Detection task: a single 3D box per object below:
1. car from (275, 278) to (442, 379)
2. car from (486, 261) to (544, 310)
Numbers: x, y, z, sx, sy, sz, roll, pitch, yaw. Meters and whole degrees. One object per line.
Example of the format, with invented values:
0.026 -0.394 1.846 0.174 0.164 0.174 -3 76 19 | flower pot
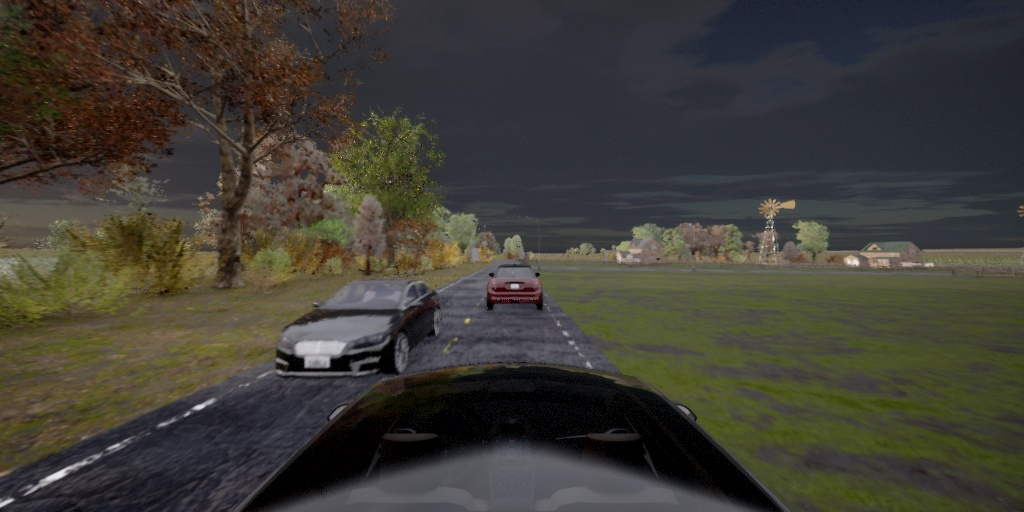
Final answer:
-2.750 1.238 7.518 2.128 1.511 4.902 0 0 0 | car
0.103 1.094 14.862 2.097 1.767 4.553 0 0 0 | car
